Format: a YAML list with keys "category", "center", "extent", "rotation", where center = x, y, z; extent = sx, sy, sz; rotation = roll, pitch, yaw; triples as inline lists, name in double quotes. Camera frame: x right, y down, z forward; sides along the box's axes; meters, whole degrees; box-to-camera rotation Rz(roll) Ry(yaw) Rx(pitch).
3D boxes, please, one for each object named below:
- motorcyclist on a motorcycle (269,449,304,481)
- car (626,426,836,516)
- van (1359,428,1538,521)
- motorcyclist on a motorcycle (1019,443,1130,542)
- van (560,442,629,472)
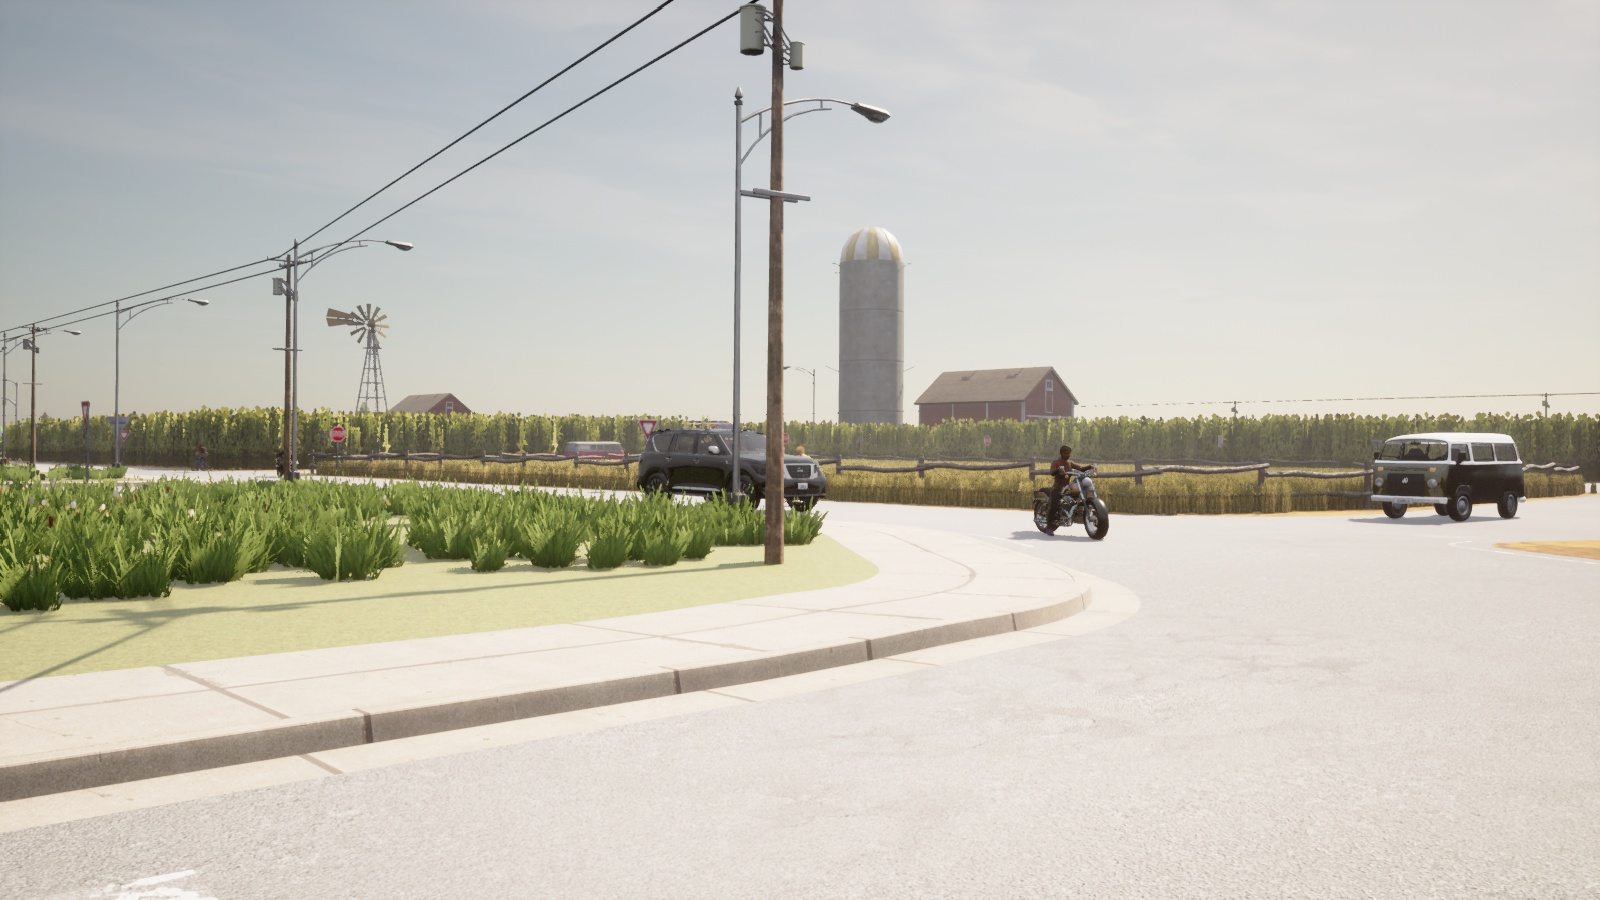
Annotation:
- category: "motorcyclist on a motorcycle"
  center: [-25.098, 0.727, 61.341]
  extent: [0.866, 1.530, 2.191]
  rotation: [0, 0, -43]
- category: "car"
  center: [-1.833, 0.475, 31.244]
  extent: [2.150, 2.045, 5.566]
  rotation: [0, 0, -43]
- category: "van"
  center: [15.351, 0.536, 29.645]
  extent: [4.480, 2.038, 2.069]
  rotation: [0, 0, -38]
- category: "motorcyclist on a motorcycle"
  center: [4.776, 0.704, 22.069]
  extent: [0.766, 1.649, 2.350]
  rotation: [0, 0, -20]
- category: "van"
  center: [-14.110, 0.474, 86.438]
  extent: [4.442, 1.987, 1.775]
  rotation: [0, 0, -43]
